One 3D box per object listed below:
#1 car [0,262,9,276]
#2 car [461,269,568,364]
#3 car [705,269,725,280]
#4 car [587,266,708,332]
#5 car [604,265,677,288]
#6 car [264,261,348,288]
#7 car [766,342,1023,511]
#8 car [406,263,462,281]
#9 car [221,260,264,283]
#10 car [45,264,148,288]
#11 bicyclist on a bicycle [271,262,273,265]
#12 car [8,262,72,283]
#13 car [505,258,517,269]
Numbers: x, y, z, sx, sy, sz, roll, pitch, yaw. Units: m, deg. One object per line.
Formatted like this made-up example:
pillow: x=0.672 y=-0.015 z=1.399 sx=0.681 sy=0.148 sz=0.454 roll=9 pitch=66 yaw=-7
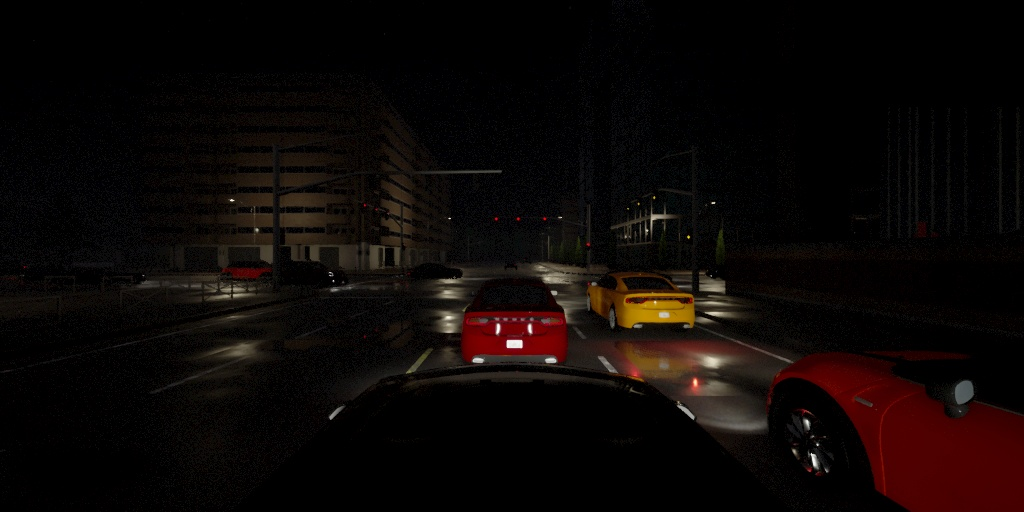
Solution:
car: x=-50.346 y=1.297 z=34.885 sx=4.902 sy=1.511 sz=2.128 roll=0 pitch=0 yaw=1
car: x=0.059 y=1.228 z=8.088 sx=1.882 sy=1.535 sz=5.008 roll=0 pitch=0 yaw=0
car: x=19.523 y=1.406 z=31.167 sx=4.718 sy=1.301 sz=1.895 roll=0 pitch=0 yaw=0
car: x=3.578 y=1.228 z=10.863 sx=1.882 sy=1.535 sz=5.008 roll=0 pitch=0 yaw=0
car: x=8.484 y=1.358 z=24.010 sx=4.181 sy=1.385 sz=1.994 roll=1 pitch=0 yaw=0
car: x=-13.271 y=1.150 z=23.695 sx=4.553 sy=1.767 sz=2.097 roll=0 pitch=0 yaw=6
car: x=3.600 y=1.102 z=1.717 sx=2.097 sy=1.767 sz=4.553 roll=0 pitch=0 yaw=0
car: x=-6.474 y=1.302 z=29.997 sx=4.674 sy=1.442 sz=1.812 roll=0 pitch=1 yaw=-29
car: x=-19.564 y=1.159 z=27.615 sx=4.553 sy=1.767 sz=2.097 roll=0 pitch=0 yaw=0
car: x=-27.696 y=1.406 z=24.147 sx=4.718 sy=1.301 sz=1.895 roll=0 pitch=0 yaw=0
bicyclist on a bicycle: x=-25.535 y=1.106 z=38.622 sx=0.582 sy=1.620 sz=1.656 roll=0 pitch=0 yaw=0
car: x=-34.762 y=1.298 z=27.677 sx=4.902 sy=1.511 sz=2.128 roll=0 pitch=0 yaw=0
car: x=-0.160 y=1.297 z=53.680 sx=2.033 sy=1.411 sz=5.357 roll=0 pitch=0 yaw=0
